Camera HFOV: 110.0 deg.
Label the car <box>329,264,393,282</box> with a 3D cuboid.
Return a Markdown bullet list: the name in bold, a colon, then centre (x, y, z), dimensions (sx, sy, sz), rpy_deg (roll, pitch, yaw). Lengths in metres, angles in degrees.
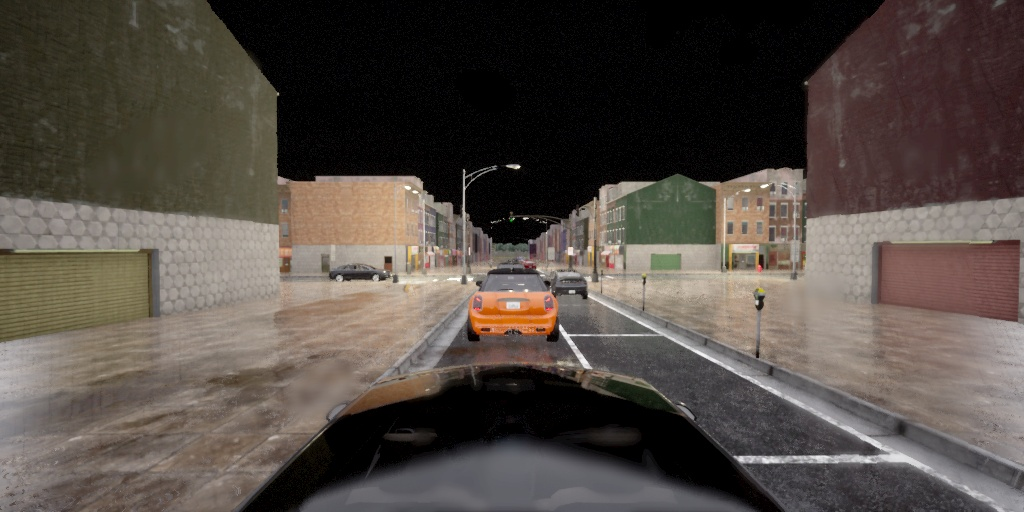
- **car**: centre (-12.343, 1.370, 29.415), dimensions (4.892, 1.490, 1.837), rpy_deg (0, 1, -2)

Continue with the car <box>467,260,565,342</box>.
- **car**: centre (0.034, 1.101, 9.971), dimensions (2.097, 1.767, 4.553), rpy_deg (0, 0, 0)

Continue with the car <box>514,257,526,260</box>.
- **car**: centre (-0.068, 1.102, 19.862), dimensions (2.097, 1.767, 4.553), rpy_deg (0, 0, 0)

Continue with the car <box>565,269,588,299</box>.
- **car**: centre (2.578, 1.300, 17.544), dimensions (2.007, 1.370, 4.403), rpy_deg (0, 0, 0)
